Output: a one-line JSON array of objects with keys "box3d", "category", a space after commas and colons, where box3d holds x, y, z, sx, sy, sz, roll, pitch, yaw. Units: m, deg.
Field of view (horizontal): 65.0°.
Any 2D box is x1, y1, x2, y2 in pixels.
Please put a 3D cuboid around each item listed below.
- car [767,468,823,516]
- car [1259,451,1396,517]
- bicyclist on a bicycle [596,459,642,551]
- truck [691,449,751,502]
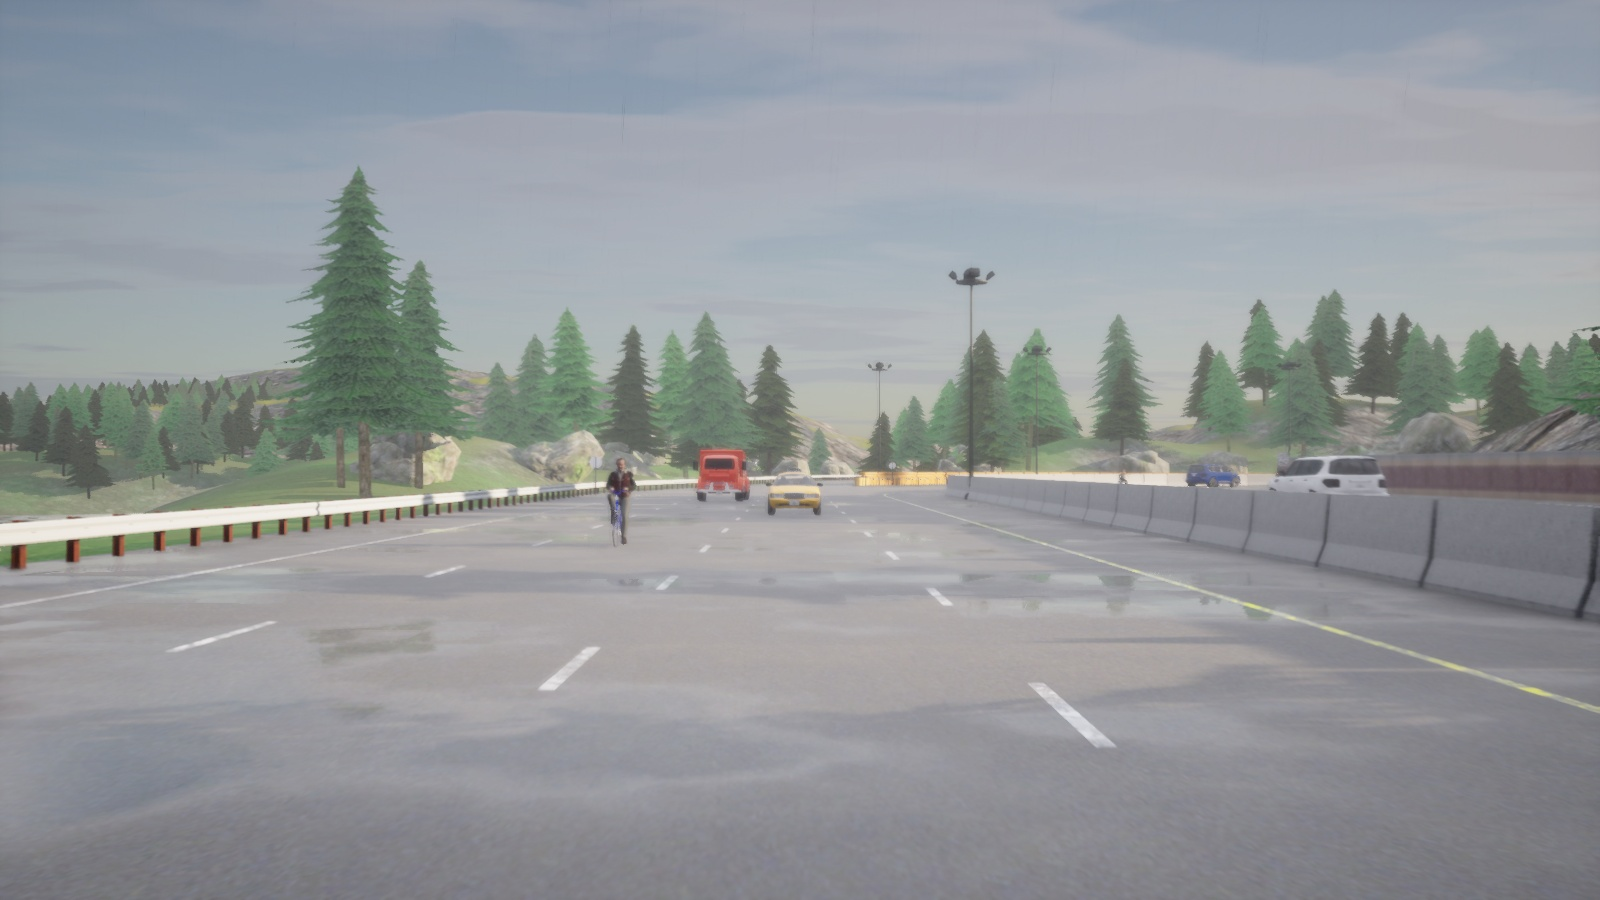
[{"box3d": [-0.179, 1.401, 43.542, 1.801, 1.575, 5.366, 0, -1, 0], "category": "car"}, {"box3d": [17.329, 1.085, 41.612, 2.150, 2.045, 5.566, 0, -1, 0], "category": "car"}, {"box3d": [-3.584, 1.070, 24.999, 0.659, 1.776, 1.843, 0, -1, 0], "category": "bicyclist on a bicycle"}, {"box3d": [-3.773, 1.258, 61.200, 2.627, 2.467, 5.204, 0, -1, 0], "category": "truck"}]
